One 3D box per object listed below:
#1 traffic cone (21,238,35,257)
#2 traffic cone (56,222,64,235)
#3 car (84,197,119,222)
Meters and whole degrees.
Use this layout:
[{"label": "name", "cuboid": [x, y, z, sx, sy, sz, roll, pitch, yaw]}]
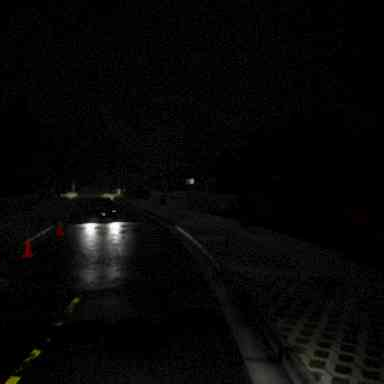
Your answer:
[{"label": "traffic cone", "cuboid": [-5.285, 1.776, 10.731, 0.340, 0.580, 0.340, 0, 1, -9]}, {"label": "traffic cone", "cuboid": [-6.164, 1.695, 15.495, 0.340, 0.580, 0.340, 0, 1, -12]}, {"label": "car", "cuboid": [-6.244, 1.118, 22.787, 1.837, 1.490, 4.892, 0, 0, -20]}]
